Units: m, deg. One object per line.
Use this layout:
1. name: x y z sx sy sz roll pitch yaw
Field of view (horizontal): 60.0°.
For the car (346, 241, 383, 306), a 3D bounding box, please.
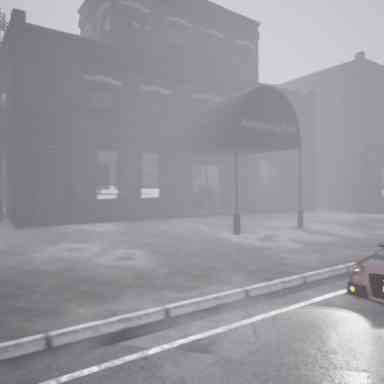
1. car: 5.145 1.570 7.045 4.181 1.385 1.994 0 0 -35
